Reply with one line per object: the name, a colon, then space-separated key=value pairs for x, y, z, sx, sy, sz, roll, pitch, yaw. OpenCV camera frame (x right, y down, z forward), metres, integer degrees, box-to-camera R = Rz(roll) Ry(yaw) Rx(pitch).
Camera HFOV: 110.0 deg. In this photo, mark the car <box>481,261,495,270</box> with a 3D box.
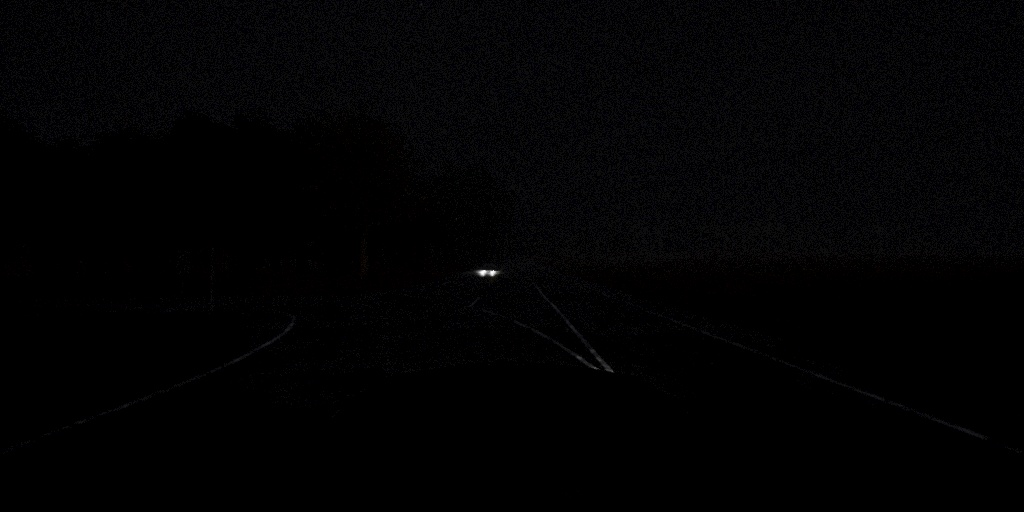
car: x=-3.631 y=1.498 z=55.497 sx=1.895 sy=1.301 sz=4.718 roll=0 pitch=0 yaw=1
